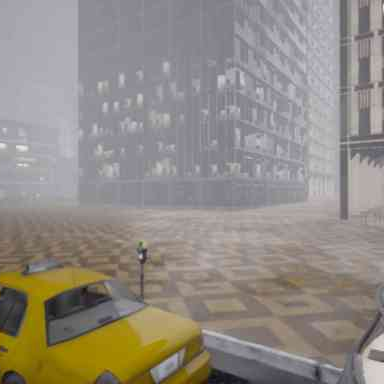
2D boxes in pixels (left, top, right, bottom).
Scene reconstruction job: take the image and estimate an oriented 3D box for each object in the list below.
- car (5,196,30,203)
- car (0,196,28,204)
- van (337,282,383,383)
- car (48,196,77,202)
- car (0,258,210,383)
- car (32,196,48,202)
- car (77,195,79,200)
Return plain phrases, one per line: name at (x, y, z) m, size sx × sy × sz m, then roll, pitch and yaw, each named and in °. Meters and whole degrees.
car at (-38.597, 1.645, 73.638) m, size 1.947 × 1.339 × 4.313 m, roll 1°, pitch 1°, yaw 35°
car at (-34.872, 1.699, 64.290) m, size 2.008 × 1.369 × 4.403 m, roll 1°, pitch 1°, yaw 35°
van at (2.542, 1.326, 1.052) m, size 3.998 × 1.788 × 1.690 m, roll -1°, pitch 0°, yaw 35°
car at (-28.538, 1.526, 73.451) m, size 2.008 × 1.369 × 4.403 m, roll 1°, pitch 1°, yaw 35°
car at (-2.094, 1.564, 4.357) m, size 4.829 × 1.417 × 1.752 m, roll -1°, pitch 0°, yaw 35°
car at (-35.430, 1.544, 78.218) m, size 2.008 × 1.369 × 4.403 m, roll 1°, pitch 1°, yaw 35°
car at (-29.096, 1.387, 87.380) m, size 1.947 × 1.339 × 4.313 m, roll 1°, pitch 1°, yaw 35°
